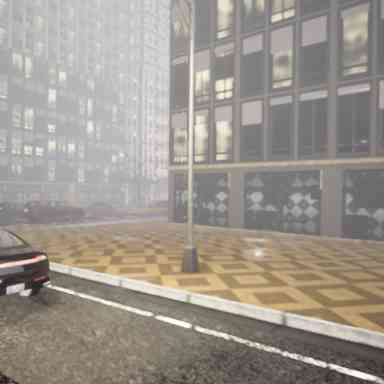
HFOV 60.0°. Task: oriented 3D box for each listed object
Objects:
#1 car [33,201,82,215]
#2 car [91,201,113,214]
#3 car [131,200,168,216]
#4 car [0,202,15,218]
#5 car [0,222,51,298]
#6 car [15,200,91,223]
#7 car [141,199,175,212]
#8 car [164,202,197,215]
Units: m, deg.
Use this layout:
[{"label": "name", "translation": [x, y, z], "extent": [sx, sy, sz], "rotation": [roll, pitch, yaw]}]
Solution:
[{"label": "car", "translation": [-14.883, 1.742, 36.981], "extent": [1.752, 1.417, 4.829], "rotation": [0, 0, 36]}, {"label": "car", "translation": [-11.058, 1.802, 37.786], "extent": [1.812, 1.442, 4.674], "rotation": [1, 0, 36]}, {"label": "car", "translation": [-4.587, 1.904, 36.807], "extent": [1.752, 1.417, 4.829], "rotation": [0, 0, 36]}, {"label": "car", "translation": [-16.690, 1.698, 30.222], "extent": [1.837, 1.490, 4.892], "rotation": [1, 0, 38]}, {"label": "car", "translation": [-5.106, 1.511, 7.328], "extent": [4.902, 1.511, 2.128], "rotation": [0, 0, 36]}, {"label": "car", "translation": [-11.395, 1.594, 27.603], "extent": [2.192, 1.841, 5.009], "rotation": [0, 0, 36]}, {"label": "car", "translation": [-4.653, 1.847, 46.424], "extent": [1.882, 1.535, 5.008], "rotation": [1, 0, 37]}, {"label": "car", "translation": [-1.334, 2.008, 41.205], "extent": [1.802, 1.307, 4.206], "rotation": [0, 0, 36]}]
